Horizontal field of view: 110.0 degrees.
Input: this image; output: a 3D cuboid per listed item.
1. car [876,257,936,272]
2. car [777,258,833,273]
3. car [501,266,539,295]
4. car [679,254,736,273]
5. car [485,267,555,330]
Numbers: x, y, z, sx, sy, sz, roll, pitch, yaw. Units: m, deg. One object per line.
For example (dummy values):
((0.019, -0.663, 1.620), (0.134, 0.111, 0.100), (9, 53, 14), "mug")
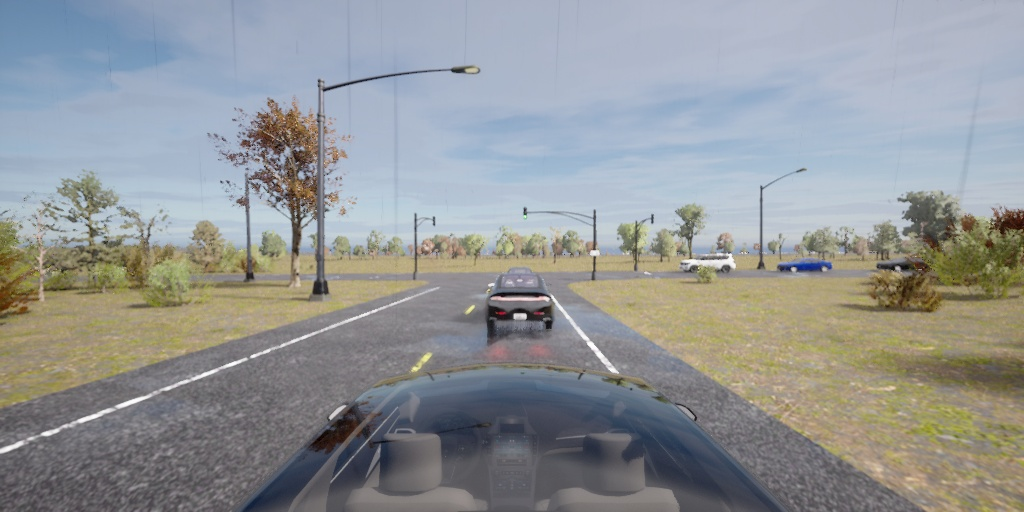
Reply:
((41.527, 0.859, 37.820), (5.008, 1.535, 1.882), (-1, 1, 5), "car")
((31.503, 0.967, 38.704), (5.008, 1.535, 1.882), (-1, 1, 5), "car")
((0.482, 1.379, 21.819), (2.033, 1.411, 5.357), (0, 0, 1), "car")
((21.505, 0.825, 39.576), (5.566, 2.045, 2.150), (-1, 1, 5), "car")
((0.236, 1.283, 11.253), (2.128, 1.511, 4.902), (0, 0, 1), "car")
